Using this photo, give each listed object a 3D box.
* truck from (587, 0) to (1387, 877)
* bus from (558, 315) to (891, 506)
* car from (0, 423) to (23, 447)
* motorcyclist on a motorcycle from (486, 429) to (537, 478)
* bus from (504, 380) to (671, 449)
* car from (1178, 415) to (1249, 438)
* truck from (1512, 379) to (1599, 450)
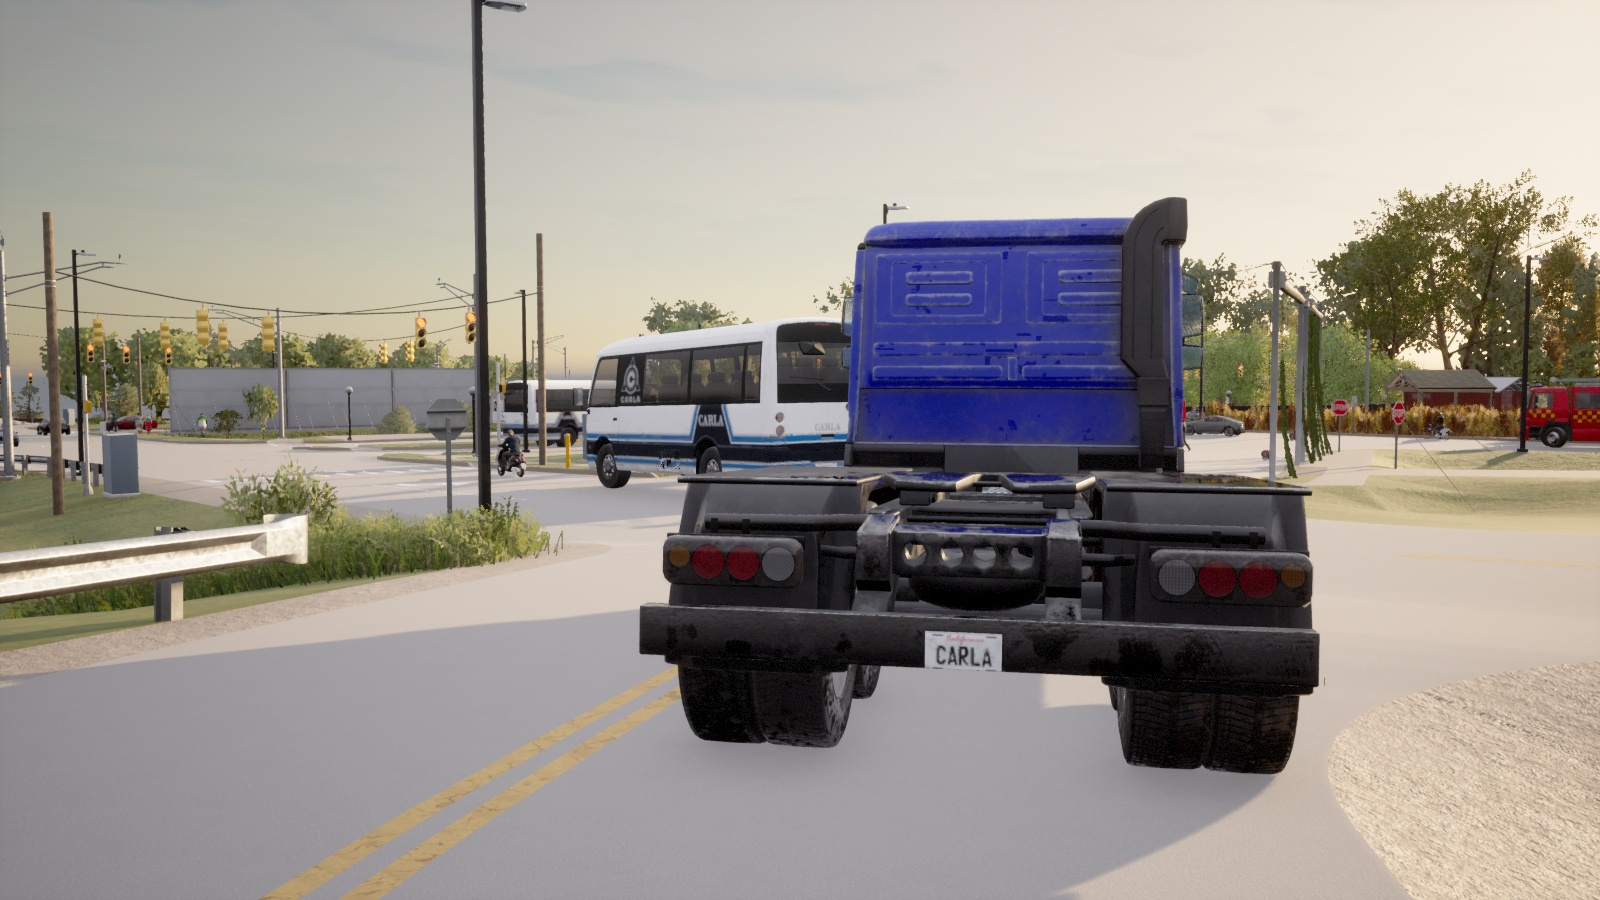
[{"bbox_3d":[1.377,-0.288,8.546,2.891,3.462,7.936,1,1,11],"label":"truck"},{"bbox_3d":[-2.403,-1.042,33.243,3.944,4.253,10.273,-2,2,-35],"label":"bus"},{"bbox_3d":[-52.967,-1.008,82.948,2.033,1.411,5.357,-3,3,-39],"label":"car"},{"bbox_3d":[-9.695,0.094,42.163,0.866,1.590,1.817,-3,3,-41],"label":"motorcyclist on a motorcycle"},{"bbox_3d":[-13.680,-2.438,81.883,10.273,4.253,3.944,-3,4,-44],"label":"bus"},{"bbox_3d":[28.311,-1.623,86.093,4.181,1.385,1.994,2,4,37],"label":"car"},{"bbox_3d":[44.256,-1.949,69.238,8.468,3.827,2.891,1,2,26],"label":"truck"}]
